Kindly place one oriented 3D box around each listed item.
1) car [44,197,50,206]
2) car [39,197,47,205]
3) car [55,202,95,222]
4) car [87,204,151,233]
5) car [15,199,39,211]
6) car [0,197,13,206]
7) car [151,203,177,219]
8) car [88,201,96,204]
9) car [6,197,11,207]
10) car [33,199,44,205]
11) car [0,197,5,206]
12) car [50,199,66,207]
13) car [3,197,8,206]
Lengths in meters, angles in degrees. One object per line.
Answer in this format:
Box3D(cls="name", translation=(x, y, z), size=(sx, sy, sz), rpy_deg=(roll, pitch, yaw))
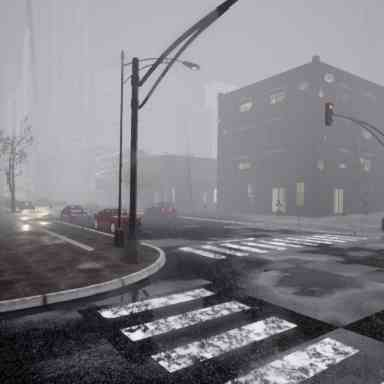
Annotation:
Box3D(cls="car", translation=(-29.406, 2.305, 70.653), size=(1.802, 1.307, 4.206), rpy_deg=(1, -1, -35))
Box3D(cls="car", translation=(-35.729, 2.139, 79.736), size=(2.192, 1.841, 5.009), rpy_deg=(1, -1, -35))
Box3D(cls="car", translation=(-9.663, 1.729, 27.421), size=(1.802, 1.307, 4.206), rpy_deg=(1, -1, -35))
Box3D(cls="car", translation=(-4.517, 1.615, 20.035), size=(1.887, 1.381, 4.507), rpy_deg=(1, -1, -35))
Box3D(cls="car", translation=(-23.761, 1.890, 47.784), size=(1.752, 1.417, 4.829), rpy_deg=(1, -1, -35))
Box3D(cls="car", translation=(-39.444, 1.929, 70.410), size=(2.192, 1.841, 5.009), rpy_deg=(1, -1, -35))
Box3D(cls="car", translation=(-3.202, 1.760, 33.262), size=(1.967, 1.590, 4.097), rpy_deg=(1, -1, -35))
Box3D(cls="car", translation=(-15.857, 2.037, 51.323), size=(1.752, 1.417, 4.829), rpy_deg=(1, -1, -35))
Box3D(cls="car", translation=(-30.139, 2.011, 57.034), size=(1.887, 1.381, 4.507), rpy_deg=(1, -1, -35))
Box3D(cls="car", translation=(-38.990, 2.402, 84.414), size=(1.752, 1.417, 4.829), rpy_deg=(1, -1, -35))
Box3D(cls="car", translation=(-36.283, 2.130, 65.867), size=(1.947, 1.339, 4.313), rpy_deg=(1, -1, -35))
Box3D(cls="car", translation=(-26.244, 2.113, 66.114), size=(1.967, 1.590, 4.097), rpy_deg=(1, -1, -35))
Box3D(cls="car", translation=(-33.120, 2.080, 61.327), size=(1.947, 1.339, 4.313), rpy_deg=(1, -1, -35))
